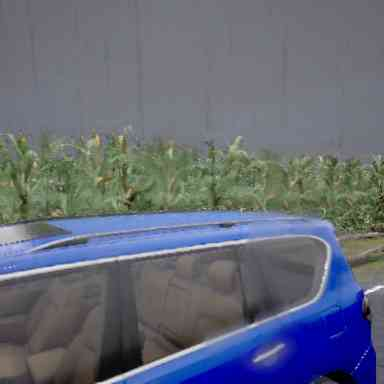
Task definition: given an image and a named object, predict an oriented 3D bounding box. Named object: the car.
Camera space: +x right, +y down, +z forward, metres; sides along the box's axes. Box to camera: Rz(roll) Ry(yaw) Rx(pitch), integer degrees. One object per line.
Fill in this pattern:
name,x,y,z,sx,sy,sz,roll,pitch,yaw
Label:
car,-0.955,1.222,2.266,5.566,2.045,2.150,0,0,-35
